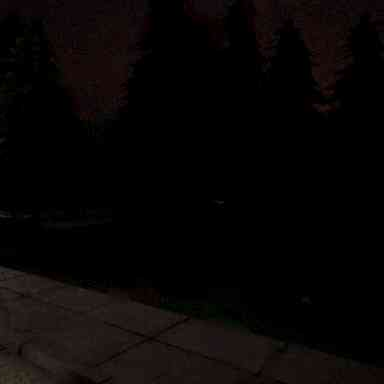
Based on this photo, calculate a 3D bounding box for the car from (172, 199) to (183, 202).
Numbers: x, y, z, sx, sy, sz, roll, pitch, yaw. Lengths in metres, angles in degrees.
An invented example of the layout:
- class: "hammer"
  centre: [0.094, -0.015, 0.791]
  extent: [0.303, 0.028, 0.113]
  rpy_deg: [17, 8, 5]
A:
- class: "car"
  centre: [-1.384, 1.508, 52.350]
  extent: [2.128, 1.511, 4.902]
  rpy_deg: [0, 0, 37]
